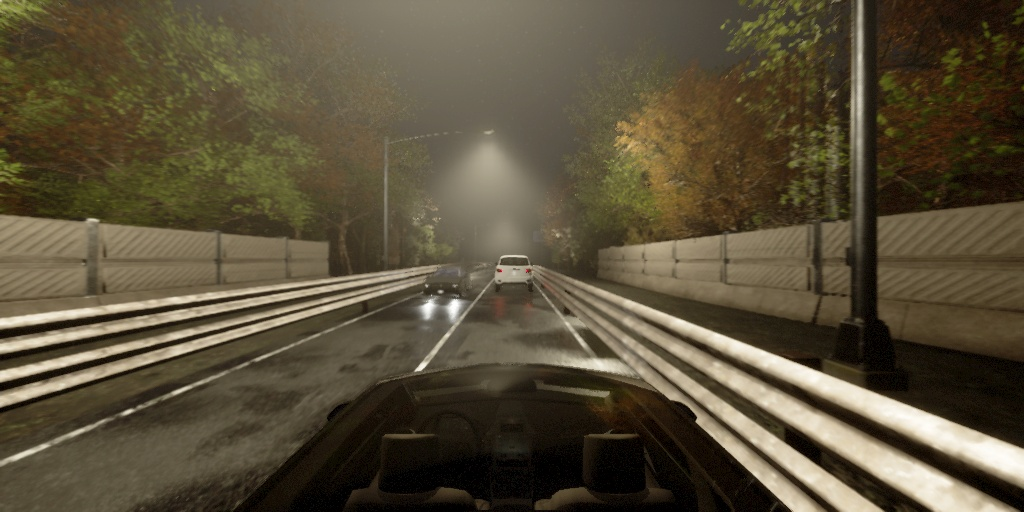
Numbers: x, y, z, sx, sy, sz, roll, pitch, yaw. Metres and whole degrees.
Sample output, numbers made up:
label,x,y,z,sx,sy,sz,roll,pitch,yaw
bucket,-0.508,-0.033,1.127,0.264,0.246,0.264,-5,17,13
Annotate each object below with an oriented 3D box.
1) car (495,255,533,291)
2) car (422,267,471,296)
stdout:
label,x,y,z,sx,sy,sz,roll,pitch,yaw
car,0.121,0.983,22.061,2.150,2.045,5.566,0,0,0
car,-3.330,1.292,19.378,2.033,1.411,5.357,0,0,0
